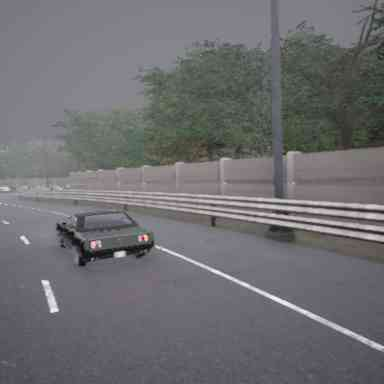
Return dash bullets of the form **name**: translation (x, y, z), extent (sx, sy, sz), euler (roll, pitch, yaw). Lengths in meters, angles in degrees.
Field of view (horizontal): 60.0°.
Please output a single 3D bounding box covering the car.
- **car**: translation (-2.913, 1.210, 10.170), extent (1.895, 1.301, 4.718), euler (-4, 3, -30)
